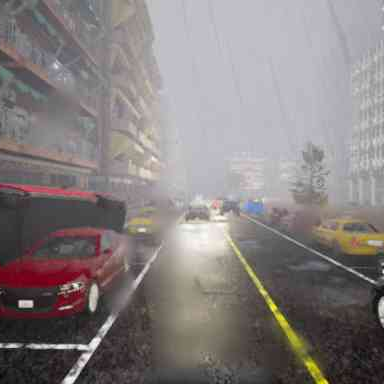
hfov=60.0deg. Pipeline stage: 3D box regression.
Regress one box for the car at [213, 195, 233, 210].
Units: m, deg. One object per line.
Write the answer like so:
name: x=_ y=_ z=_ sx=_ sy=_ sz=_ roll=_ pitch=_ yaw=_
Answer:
car: x=3.923 y=1.436 z=44.766 sx=2.097 sy=1.767 sz=4.553 roll=1 pitch=0 yaw=1

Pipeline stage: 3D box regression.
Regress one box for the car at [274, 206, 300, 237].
car: x=6.040 y=1.661 z=18.363 sx=1.802 sy=1.307 sz=4.206 roll=0 pitch=0 yaw=1

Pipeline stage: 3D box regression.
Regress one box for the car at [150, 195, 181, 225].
car: x=-2.221 y=1.308 z=24.064 sx=2.192 sy=1.841 sz=5.009 roll=0 pitch=0 yaw=1

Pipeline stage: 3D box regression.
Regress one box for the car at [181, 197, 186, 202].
car: x=-1.990 y=1.557 z=35.115 sx=2.008 sy=1.369 sz=4.403 roll=0 pitch=0 yaw=1

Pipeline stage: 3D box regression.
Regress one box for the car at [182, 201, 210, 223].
car: x=0.460 y=1.625 z=26.223 sx=1.895 sy=1.301 sz=4.718 roll=1 pitch=0 yaw=2

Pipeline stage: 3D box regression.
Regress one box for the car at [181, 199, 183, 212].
car: x=-2.105 y=1.550 z=29.590 sx=2.008 sy=1.369 sz=4.403 roll=0 pitch=0 yaw=1

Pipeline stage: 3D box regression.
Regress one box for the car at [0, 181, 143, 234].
car: x=-4.219 y=0.923 z=9.290 sx=2.045 sy=2.150 sz=5.566 roll=18 pitch=5 yaw=30

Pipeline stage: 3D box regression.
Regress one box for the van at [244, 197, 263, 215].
van: x=6.389 y=1.440 z=34.939 sx=1.690 sy=1.788 sz=3.998 roll=0 pitch=0 yaw=1

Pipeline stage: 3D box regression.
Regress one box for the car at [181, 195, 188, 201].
car: x=-1.874 y=1.455 z=40.639 sx=1.967 sy=1.590 sz=4.097 roll=0 pitch=0 yaw=1

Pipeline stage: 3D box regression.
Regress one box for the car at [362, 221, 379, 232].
car: x=5.810 y=1.508 z=7.311 sx=1.967 sy=1.590 sz=4.097 roll=0 pitch=0 yaw=1

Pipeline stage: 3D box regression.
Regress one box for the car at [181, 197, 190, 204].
car: x=-1.297 y=1.649 z=68.266 sx=1.802 sy=1.307 sz=4.206 roll=0 pitch=0 yaw=1

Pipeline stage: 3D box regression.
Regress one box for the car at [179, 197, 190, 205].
car: x=-1.412 y=1.638 z=62.741 sx=1.802 sy=1.307 sz=4.206 roll=0 pitch=0 yaw=1

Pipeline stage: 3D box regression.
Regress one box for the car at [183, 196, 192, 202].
car: x=-1.065 y=1.658 z=79.317 sx=1.947 sy=1.339 sz=4.313 roll=0 pitch=0 yaw=1

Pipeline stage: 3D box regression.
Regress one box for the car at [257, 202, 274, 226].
car: x=6.156 y=1.667 z=23.888 sx=1.802 sy=1.307 sz=4.206 roll=0 pitch=0 yaw=1

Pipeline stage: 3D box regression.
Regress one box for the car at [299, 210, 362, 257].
car: x=5.928 y=1.599 z=13.007 sx=1.752 sy=1.417 sz=4.829 roll=0 pitch=0 yaw=1

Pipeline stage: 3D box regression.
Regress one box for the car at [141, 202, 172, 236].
car: x=-2.341 y=1.512 z=18.369 sx=1.752 sy=1.417 sz=4.829 roll=0 pitch=0 yaw=1

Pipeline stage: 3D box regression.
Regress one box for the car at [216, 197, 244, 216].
car: x=3.715 y=1.570 z=33.192 sx=1.837 sy=1.490 sz=4.892 roll=1 pitch=-1 yaw=2

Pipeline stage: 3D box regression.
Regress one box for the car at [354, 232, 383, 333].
car: x=3.950 y=1.551 z=3.768 sx=1.837 sy=1.490 sz=4.892 roll=1 pitch=0 yaw=1

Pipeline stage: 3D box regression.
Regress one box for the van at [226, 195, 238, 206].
van: x=6.851 y=1.478 z=57.042 sx=1.690 sy=1.788 sz=3.998 roll=0 pitch=0 yaw=1

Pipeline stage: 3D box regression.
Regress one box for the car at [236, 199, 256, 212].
car: x=6.507 y=1.632 z=40.633 sx=1.752 sy=1.417 sz=4.829 roll=0 pitch=0 yaw=1

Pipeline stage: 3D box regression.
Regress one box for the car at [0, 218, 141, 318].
car: x=-2.569 y=1.521 z=7.488 sx=1.887 sy=1.381 sz=4.507 roll=0 pitch=0 yaw=1
